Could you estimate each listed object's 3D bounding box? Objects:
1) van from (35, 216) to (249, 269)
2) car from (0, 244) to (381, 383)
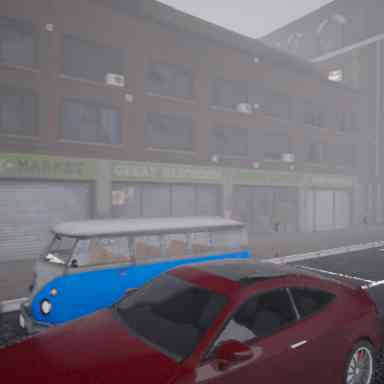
[{"bbox_3d":[-0.740,1.367,6.033,3.998,1.788,1.690,1,0,-36],"label":"van"},{"bbox_3d":[0.241,1.546,3.551,4.674,1.442,1.812,1,0,-36],"label":"car"}]
